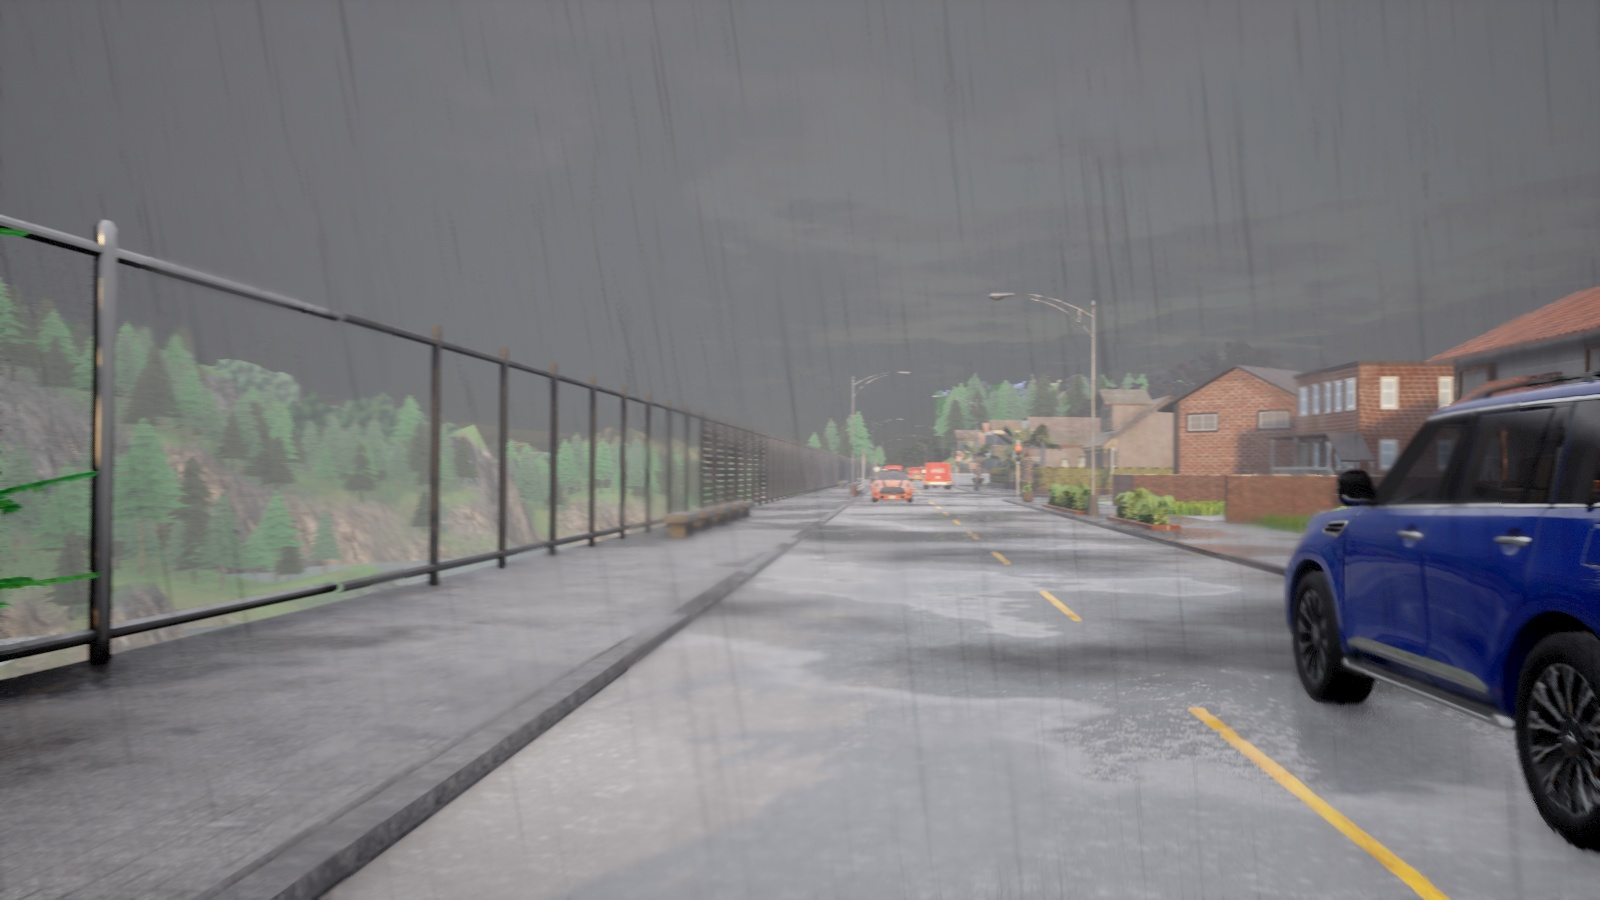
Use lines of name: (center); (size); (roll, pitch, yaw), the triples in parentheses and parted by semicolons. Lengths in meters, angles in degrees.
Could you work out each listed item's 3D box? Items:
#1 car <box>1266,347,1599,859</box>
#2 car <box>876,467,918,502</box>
car: (4.436, 0.642, 6.842); (2.150, 2.045, 5.566); (0, -1, 5)
car: (5.081, 1.792, 65.366); (2.097, 1.767, 4.553); (0, -1, 5)
